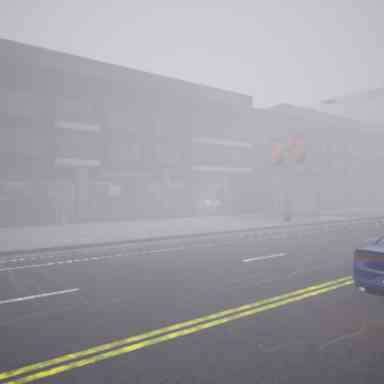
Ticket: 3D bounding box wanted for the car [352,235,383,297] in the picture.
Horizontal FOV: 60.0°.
[{"bbox_3d":[5.602,1.455,7.447,5.008,1.535,1.882,0,0,-36],"label":"car"}]
